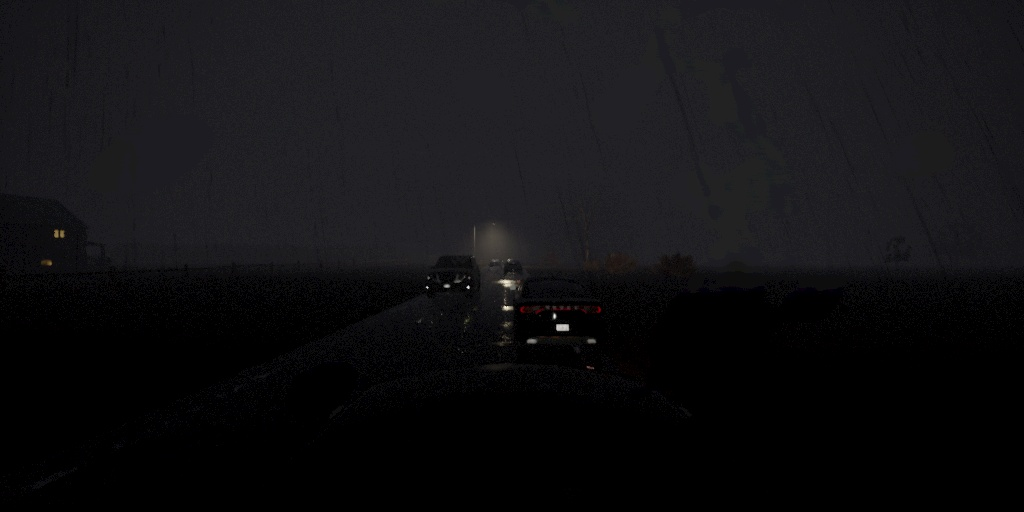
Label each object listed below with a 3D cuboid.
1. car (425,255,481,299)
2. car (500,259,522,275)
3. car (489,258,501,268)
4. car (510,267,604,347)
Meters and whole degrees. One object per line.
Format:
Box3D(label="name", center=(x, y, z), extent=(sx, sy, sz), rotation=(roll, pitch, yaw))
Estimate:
Box3D(label="car", center=(-2.843, 0.946, 18.407), extent=(2.150, 2.045, 5.566), rotation=(0, 0, 0))
Box3D(label="car", center=(0.101, 1.188, 38.192), extent=(2.128, 1.511, 4.902), rotation=(0, 0, -1))
Box3D(label="car", center=(-2.801, 1.227, 60.217), extent=(1.994, 1.385, 4.181), rotation=(0, 0, 0))
Box3D(label="car", center=(0.969, 1.217, 9.330), extent=(1.882, 1.535, 5.008), rotation=(0, 0, 0))
